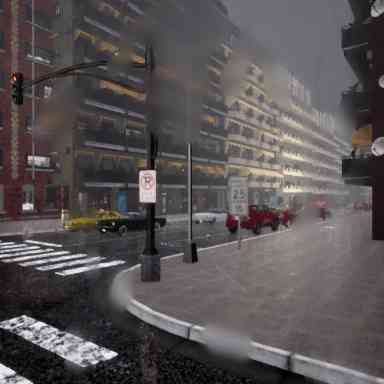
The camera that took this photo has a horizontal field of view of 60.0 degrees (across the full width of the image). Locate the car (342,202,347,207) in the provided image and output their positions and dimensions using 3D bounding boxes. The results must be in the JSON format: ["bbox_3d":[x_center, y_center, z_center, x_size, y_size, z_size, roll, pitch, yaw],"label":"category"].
[{"bbox_3d":[39.419,3.282,87.036,1.947,1.339,4.313,-1,-2,35],"label":"car"}]

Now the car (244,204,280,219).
[{"bbox_3d":[7.954,2.171,37.510,2.128,1.511,4.902,0,-1,35],"label":"car"}]

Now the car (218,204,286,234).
[{"bbox_3d":[4.077,1.711,21.982,2.192,1.841,5.009,-1,-2,35],"label":"car"}]

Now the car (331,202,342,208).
[{"bbox_3d":[32.924,3.067,77.754,1.887,1.381,4.507,-1,-2,35],"label":"car"}]

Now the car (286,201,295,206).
[{"bbox_3d":[13.342,2.446,49.773,1.752,1.417,4.829,-1,-2,35],"label":"car"}]

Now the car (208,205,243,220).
[{"bbox_3d":[3.699,2.164,35.992,1.887,1.381,4.507,-1,-2,35],"label":"car"}]

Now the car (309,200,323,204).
[{"bbox_3d":[23.182,2.771,63.834,1.887,1.381,4.507,-1,-2,35],"label":"car"}]

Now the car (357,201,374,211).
[{"bbox_3d":[33.301,2.621,63.743,2.192,1.841,5.009,-1,-2,35],"label":"car"}]

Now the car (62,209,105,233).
[{"bbox_3d":[-6.141,1.834,21.932,1.752,1.417,4.829,-1,-2,35],"label":"car"}]

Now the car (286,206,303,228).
[{"bbox_3d":[7.326,2.043,26.616,1.887,1.381,4.507,-1,-2,35],"label":"car"}]

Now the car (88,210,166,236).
[{"bbox_3d":[-3.762,1.911,20.789,1.895,1.301,4.718,0,-1,35],"label":"car"}]

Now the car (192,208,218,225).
[{"bbox_3d":[1.982,2.093,28.997,1.895,1.301,4.718,0,-1,35],"label":"car"}]

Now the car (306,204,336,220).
[{"bbox_3d":[13.820,2.284,35.895,1.802,1.307,4.206,-1,-2,35],"label":"car"}]

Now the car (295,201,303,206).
[{"bbox_3d":[16.686,2.340,54.558,2.192,1.841,5.009,-1,-2,35],"label":"car"}]

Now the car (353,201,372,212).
[{"bbox_3d":[30.053,2.522,59.102,2.192,1.841,5.009,-1,-2,35],"label":"car"}]

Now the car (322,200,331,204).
[{"bbox_3d":[26.427,2.640,68.479,2.192,1.841,5.009,-1,-2,35],"label":"car"}]
